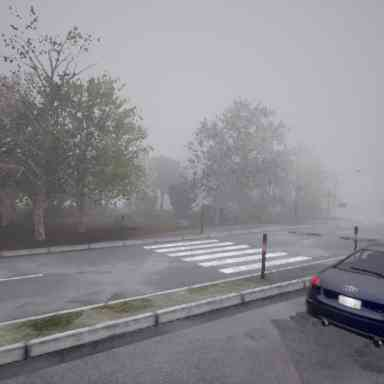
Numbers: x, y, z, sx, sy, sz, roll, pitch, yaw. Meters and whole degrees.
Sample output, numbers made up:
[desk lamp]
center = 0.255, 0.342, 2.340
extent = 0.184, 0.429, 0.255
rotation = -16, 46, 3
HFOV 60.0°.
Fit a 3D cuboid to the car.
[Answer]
[car]
center = 3.977, 1.578, 5.912
extent = 4.181, 1.385, 1.994
rotation = 0, 0, -33
